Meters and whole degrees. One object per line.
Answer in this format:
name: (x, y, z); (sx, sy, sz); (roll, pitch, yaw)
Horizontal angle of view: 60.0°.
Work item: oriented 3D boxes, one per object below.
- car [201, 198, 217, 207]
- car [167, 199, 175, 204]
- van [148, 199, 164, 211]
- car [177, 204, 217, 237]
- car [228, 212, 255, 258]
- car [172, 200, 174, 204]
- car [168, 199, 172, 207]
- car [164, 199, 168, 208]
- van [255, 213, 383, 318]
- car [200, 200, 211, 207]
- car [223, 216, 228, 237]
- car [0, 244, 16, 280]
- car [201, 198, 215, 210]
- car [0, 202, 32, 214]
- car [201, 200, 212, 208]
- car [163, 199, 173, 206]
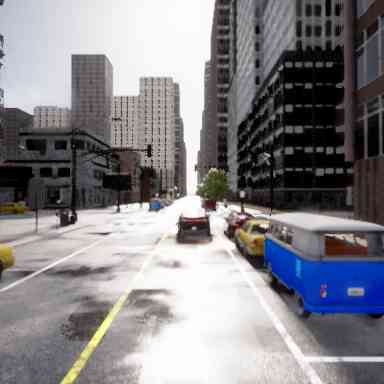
car: (2.692, 1.885, 51.025); (2.192, 1.841, 5.009); (0, -1, 0)
car: (-5.684, 2.577, 89.515); (1.752, 1.417, 4.829); (0, -1, 0)
van: (-5.688, 1.911, 51.023); (1.690, 1.788, 3.998); (0, -1, 0)
car: (0.123, 1.696, 19.581); (2.128, 1.511, 4.902); (0, -1, 1)
car: (2.690, 1.661, 13.144); (1.752, 1.417, 4.829); (0, -1, 0)
car: (-5.685, 2.392, 73.114); (2.008, 1.369, 4.403); (0, -1, 0)
car: (-5.686, 2.212, 67.593); (1.967, 1.590, 4.097); (0, -1, 0)
car: (-5.687, 2.076, 56.545); (1.967, 1.590, 4.097); (0, -1, 0)
van: (2.690, 1.416, 7.312); (1.690, 1.788, 3.998); (0, -1, 0)
car: (2.695, 2.338, 67.593); (1.947, 1.339, 4.313); (0, -1, 0)
car: (2.690, 1.776, 18.636); (1.802, 1.307, 4.206); (0, -1, 0)
car: (-5.690, 1.599, 7.141); (1.752, 1.417, 4.829); (0, -1, 0)
car: (2.693, 1.951, 56.549); (2.192, 1.841, 5.009); (0, -1, 0)
car: (-21.404, 1.862, 38.856); (4.829, 1.417, 1.752); (0, -1, 0)
car: (2.694, 2.249, 62.069); (1.887, 1.381, 4.507); (0, -1, 0)
car: (-5.685, 2.462, 78.639); (2.008, 1.369, 4.403); (0, -1, 0)
